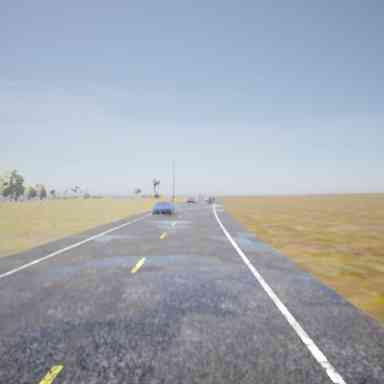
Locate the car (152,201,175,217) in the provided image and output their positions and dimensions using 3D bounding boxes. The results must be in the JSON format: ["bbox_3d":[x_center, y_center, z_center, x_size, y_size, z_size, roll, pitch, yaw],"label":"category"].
[{"bbox_3d":[-2.863,1.661,34.076,1.882,1.535,5.008,0,0,3],"label":"car"}]

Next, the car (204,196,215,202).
[{"bbox_3d":[4.130,1.910,82.608,1.895,1.301,4.718,0,0,6],"label":"car"}]

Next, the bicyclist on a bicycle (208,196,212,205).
[{"bbox_3d":[2.911,1.747,56.329,0.582,1.620,1.656,0,-1,4],"label":"bicyclist on a bicycle"}]

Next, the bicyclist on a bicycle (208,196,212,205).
[{"bbox_3d":[3.581,1.709,65.408,0.659,1.776,1.843,0,0,5],"label":"bicyclist on a bicycle"}]

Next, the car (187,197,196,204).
[{"bbox_3d":[-0.125,1.846,74.565,2.033,1.411,5.357,0,0,5],"label":"car"}]
